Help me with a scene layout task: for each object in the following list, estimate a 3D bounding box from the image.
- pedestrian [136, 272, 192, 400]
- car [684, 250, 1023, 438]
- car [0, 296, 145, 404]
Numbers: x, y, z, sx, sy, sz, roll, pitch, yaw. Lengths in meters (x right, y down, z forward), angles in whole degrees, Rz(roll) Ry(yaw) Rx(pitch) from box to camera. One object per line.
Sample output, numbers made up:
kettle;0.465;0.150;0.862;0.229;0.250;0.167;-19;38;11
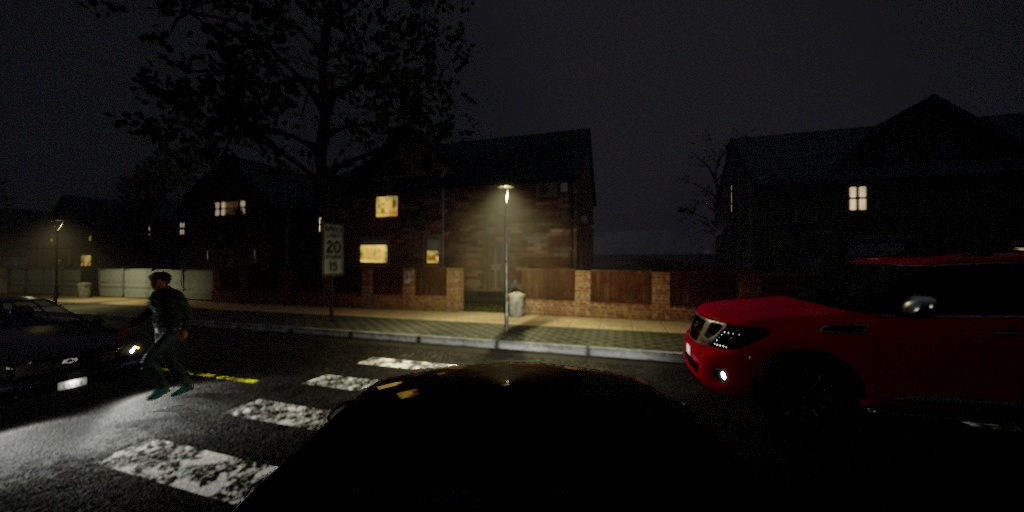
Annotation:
pedestrian;-4.893;1.089;5.045;0.375;1.860;0.375;0;0;18
car;5.195;0.956;4.371;5.566;2.045;2.150;-1;-1;18
car;-8.509;1.372;5.698;5.357;1.411;2.033;-1;-1;18
